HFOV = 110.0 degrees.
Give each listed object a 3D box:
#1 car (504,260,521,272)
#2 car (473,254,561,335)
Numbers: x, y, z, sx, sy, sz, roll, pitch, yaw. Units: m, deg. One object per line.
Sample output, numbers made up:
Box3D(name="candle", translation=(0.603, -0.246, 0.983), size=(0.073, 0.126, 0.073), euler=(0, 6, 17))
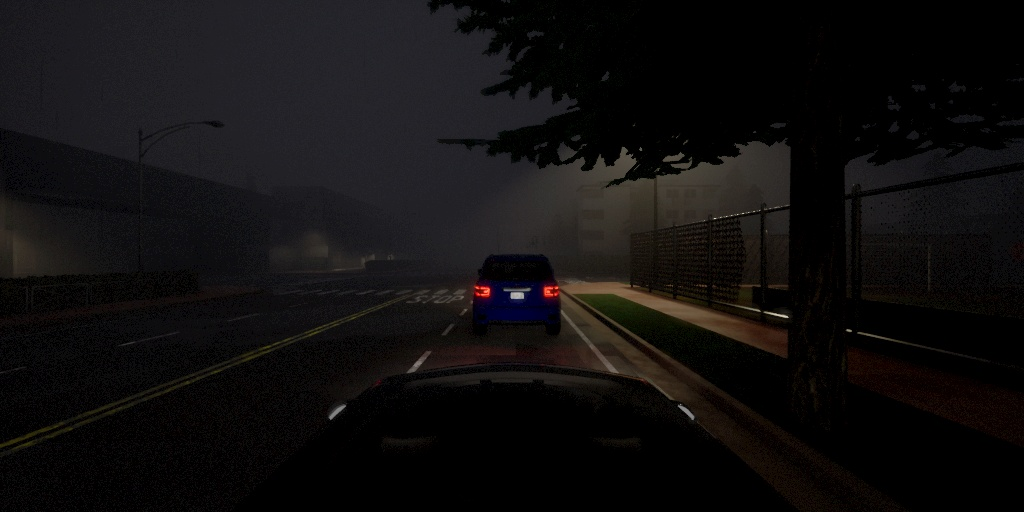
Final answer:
Box3D(name="car", translation=(0.071, 1.241, 46.404), size=(2.128, 1.511, 4.902), euler=(0, 0, -1))
Box3D(name="car", translation=(0.125, 0.971, 10.636), size=(2.150, 2.045, 5.566), euler=(0, 0, 0))
